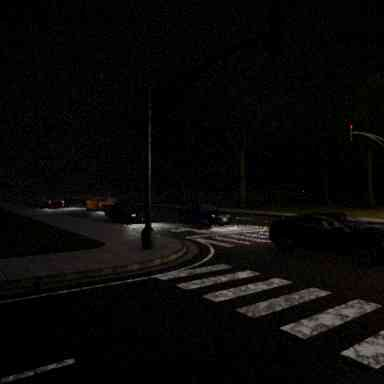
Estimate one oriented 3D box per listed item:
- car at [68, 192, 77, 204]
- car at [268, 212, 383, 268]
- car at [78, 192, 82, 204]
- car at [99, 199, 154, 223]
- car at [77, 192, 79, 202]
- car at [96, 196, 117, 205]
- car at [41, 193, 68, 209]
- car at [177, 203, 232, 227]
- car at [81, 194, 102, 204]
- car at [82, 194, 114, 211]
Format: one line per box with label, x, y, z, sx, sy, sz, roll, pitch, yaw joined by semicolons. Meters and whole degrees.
car;-20.017;1.019;51.516;2.128;1.511;4.902;0;0;-36
car;4.899;1.482;11.529;2.128;1.511;4.902;0;0;-36
car;-15.017;1.196;50.252;2.097;1.767;4.553;0;0;-35
car;-4.846;1.475;24.952;2.033;1.411;5.357;0;0;-36
car;-20.836;1.048;58.168;2.150;2.045;5.566;0;0;-36
car;-13.961;1.361;54.280;1.812;1.442;4.674;0;0;-36
car;-18.199;1.211;43.381;2.097;1.767;4.553;0;0;-36
car;0.696;1.468;22.860;1.812;1.442;4.674;0;0;-36
car;-18.172;1.175;60.032;2.097;1.767;4.553;0;0;-36
car;-10.763;1.355;38.629;1.882;1.535;5.008;0;0;-36
